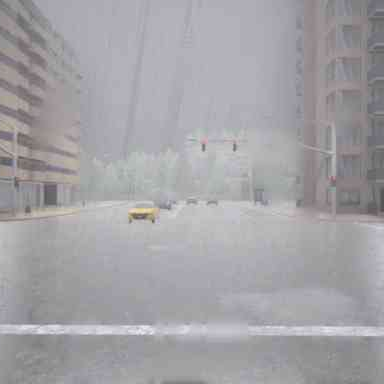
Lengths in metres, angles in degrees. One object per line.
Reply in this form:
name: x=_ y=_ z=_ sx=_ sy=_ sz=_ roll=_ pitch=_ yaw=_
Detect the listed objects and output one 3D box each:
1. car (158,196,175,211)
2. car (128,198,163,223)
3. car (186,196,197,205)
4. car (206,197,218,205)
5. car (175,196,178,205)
car: x=-3.618 y=1.352 z=41.540 sx=2.097 sy=1.767 sz=4.553 roll=0 pitch=0 yaw=0
car: x=-3.614 y=1.477 z=25.506 sx=1.882 sy=1.535 sz=5.008 roll=0 pitch=0 yaw=0
car: x=-0.031 y=1.526 z=60.129 sx=1.812 sy=1.442 sz=4.674 roll=0 pitch=0 yaw=0
car: x=3.603 y=1.547 z=59.488 sx=2.033 sy=1.411 sz=5.357 roll=0 pitch=0 yaw=2
car: x=-3.535 y=1.515 z=60.017 sx=1.837 sy=1.490 sz=4.892 roll=0 pitch=0 yaw=0
